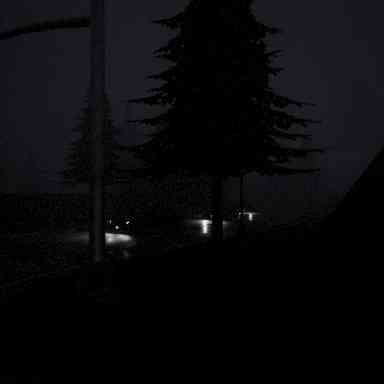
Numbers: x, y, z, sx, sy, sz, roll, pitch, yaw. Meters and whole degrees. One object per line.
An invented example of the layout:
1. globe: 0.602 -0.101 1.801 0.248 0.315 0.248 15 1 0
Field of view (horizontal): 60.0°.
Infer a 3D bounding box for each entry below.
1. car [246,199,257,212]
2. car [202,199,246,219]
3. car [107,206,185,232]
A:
1. car: 6.507 1.547 38.959 2.033 1.411 5.357 0 0 16
2. car: 2.735 1.547 29.223 2.033 1.411 5.357 0 0 26
3. car: -2.587 1.547 20.357 2.033 1.411 5.357 0 0 35
